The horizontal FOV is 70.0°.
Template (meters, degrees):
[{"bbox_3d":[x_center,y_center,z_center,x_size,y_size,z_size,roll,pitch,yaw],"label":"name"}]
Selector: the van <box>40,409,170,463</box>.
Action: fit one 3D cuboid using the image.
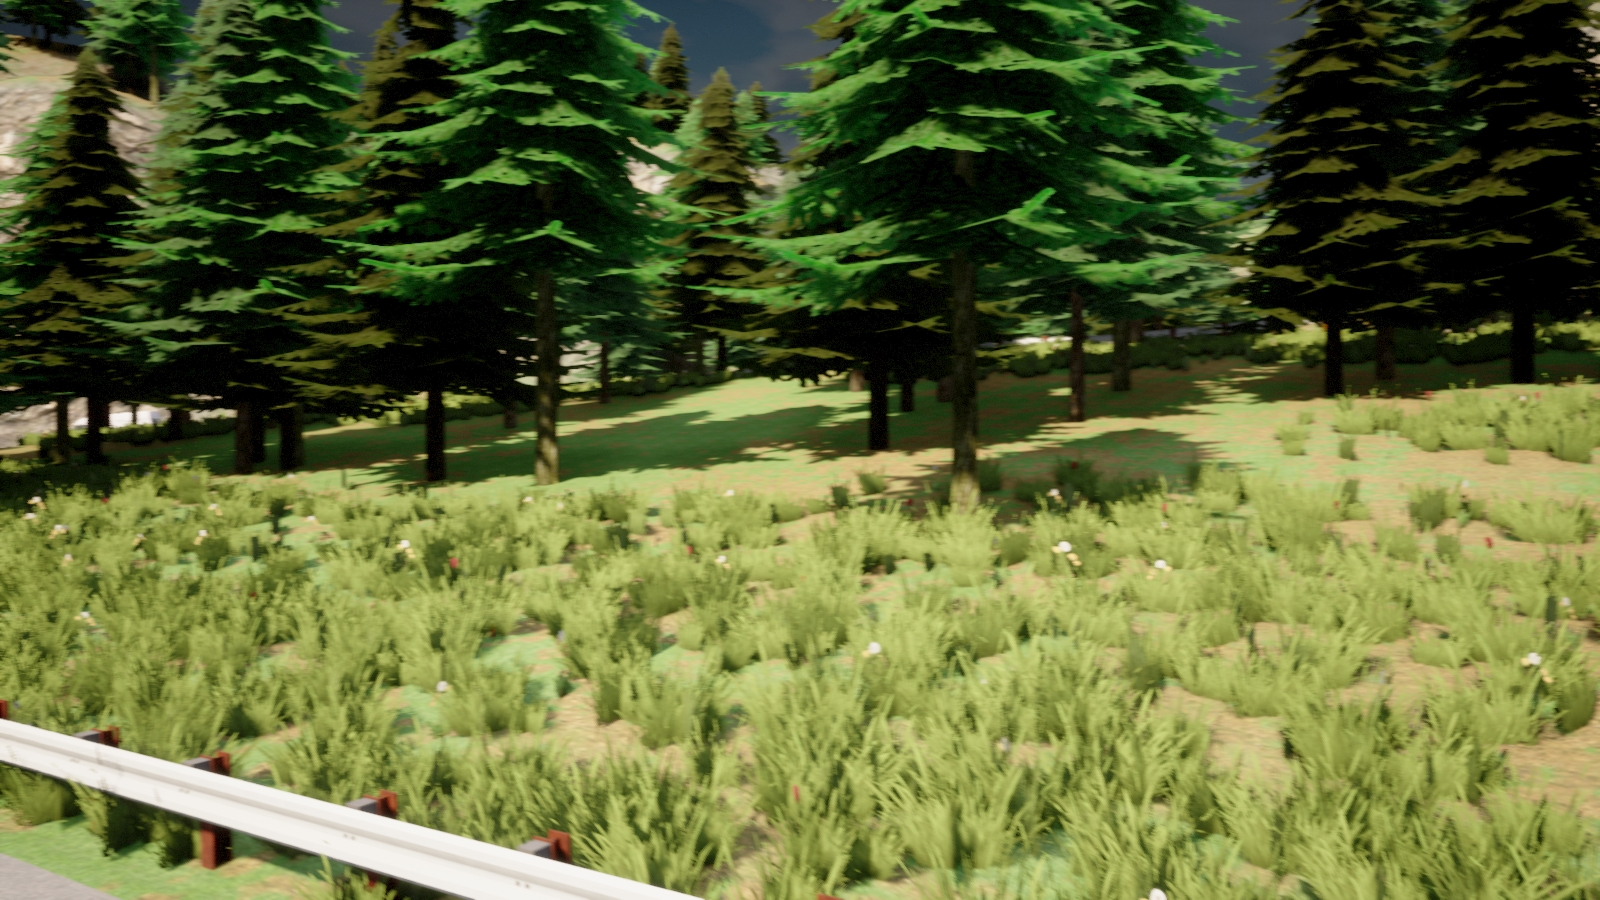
[{"bbox_3d":[-40.050,-0.802,66.017,5.915,2.561,1.988,-5,1,-9],"label":"van"}]
